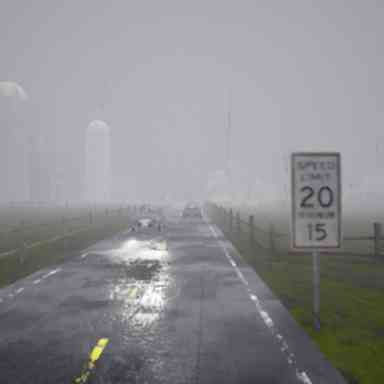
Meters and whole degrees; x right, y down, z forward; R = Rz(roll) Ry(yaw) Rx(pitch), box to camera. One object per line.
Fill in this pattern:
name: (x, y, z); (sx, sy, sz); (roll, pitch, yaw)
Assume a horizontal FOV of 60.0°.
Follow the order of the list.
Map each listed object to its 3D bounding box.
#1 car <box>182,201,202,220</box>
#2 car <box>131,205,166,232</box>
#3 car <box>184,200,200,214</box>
car: (0.014, 1.957, 33.599); (2.128, 1.511, 4.902); (0, -1, 0)
car: (-2.742, 1.630, 21.768); (2.128, 1.511, 4.902); (0, -1, 0)
car: (0.039, 1.991, 45.949); (2.097, 1.767, 4.553); (0, -1, 0)
